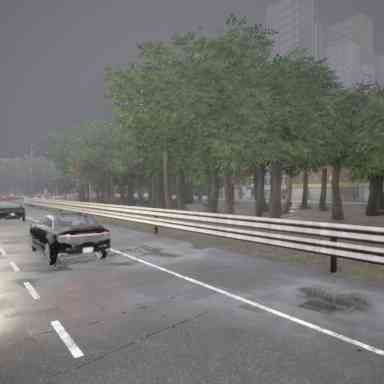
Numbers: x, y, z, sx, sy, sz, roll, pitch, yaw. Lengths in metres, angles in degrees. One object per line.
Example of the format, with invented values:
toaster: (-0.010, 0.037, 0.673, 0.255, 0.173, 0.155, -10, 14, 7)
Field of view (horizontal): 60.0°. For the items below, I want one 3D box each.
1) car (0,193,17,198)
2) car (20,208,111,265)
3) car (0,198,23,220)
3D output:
car: (-40.019, 1.214, 72.630, 2.150, 2.045, 5.566, 0, 0, -14)
car: (-4.462, 1.491, 11.808, 2.128, 1.511, 4.902, 0, 0, -35)
car: (-14.413, 1.492, 26.109, 1.882, 1.535, 5.008, 0, 0, -35)
